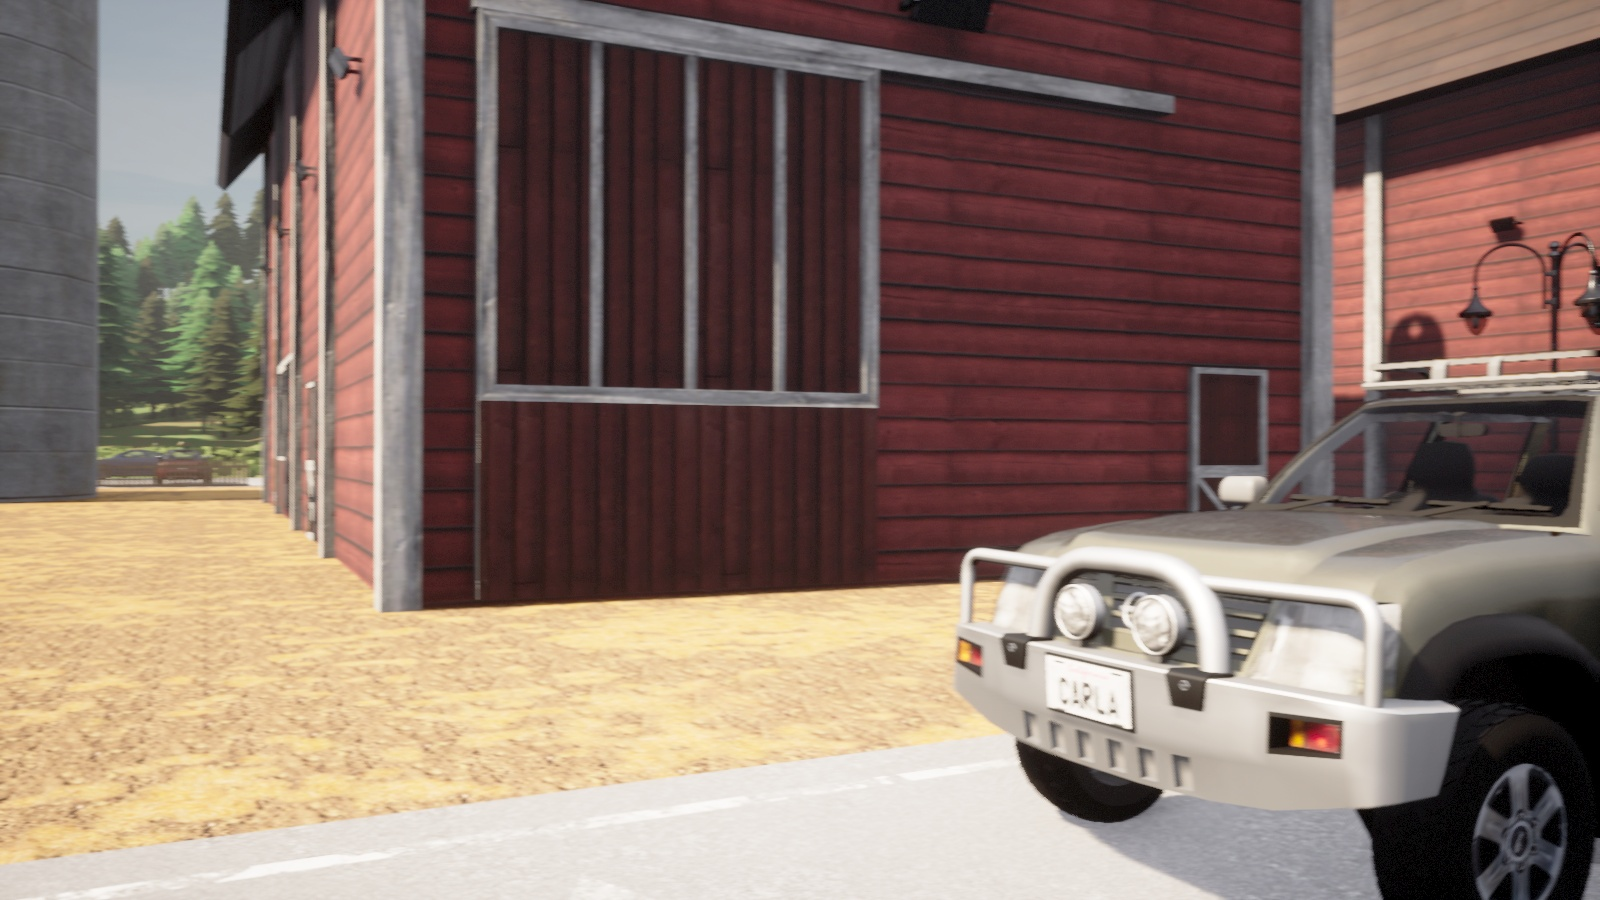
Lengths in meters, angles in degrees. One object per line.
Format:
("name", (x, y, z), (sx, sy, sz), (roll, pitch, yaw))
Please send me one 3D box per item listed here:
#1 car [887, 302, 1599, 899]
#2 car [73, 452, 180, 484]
("car", (2.817, 0.564, 5.033), (4.605, 1.855, 1.932), (0, 0, -29))
("car", (-30.676, 0.804, 57.318), (4.181, 1.385, 1.994), (0, 0, -25))
